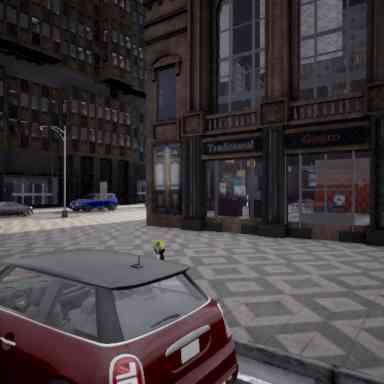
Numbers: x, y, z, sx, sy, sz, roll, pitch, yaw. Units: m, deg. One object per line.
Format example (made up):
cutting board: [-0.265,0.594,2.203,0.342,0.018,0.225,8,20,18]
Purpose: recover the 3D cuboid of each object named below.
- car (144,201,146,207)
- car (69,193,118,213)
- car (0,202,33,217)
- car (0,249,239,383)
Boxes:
car: [-4.471,1.276,45.870,2.097,1.767,4.553,0,0,35]
car: [-10.790,1.167,36.946,2.150,2.045,5.566,0,1,35]
car: [-16.271,1.534,29.181,1.994,1.385,4.181,0,0,35]
car: [-1.592,1.441,4.094,4.097,1.590,1.967,0,0,35]
